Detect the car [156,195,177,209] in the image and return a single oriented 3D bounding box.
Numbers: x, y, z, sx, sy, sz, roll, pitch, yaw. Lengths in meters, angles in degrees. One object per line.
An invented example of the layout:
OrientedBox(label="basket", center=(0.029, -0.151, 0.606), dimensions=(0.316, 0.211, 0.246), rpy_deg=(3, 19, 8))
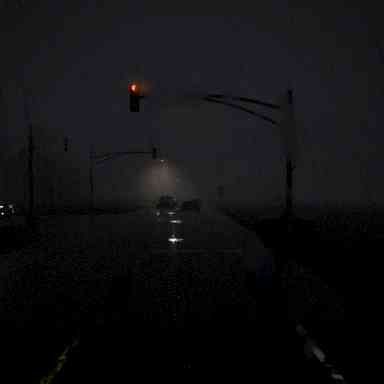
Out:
OrientedBox(label="car", center=(-3.449, 1.320, 43.560), dimensions=(2.097, 1.767, 4.553), rpy_deg=(0, 0, 0))

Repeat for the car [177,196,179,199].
OrientedBox(label="car", center=(-3.420, 1.309, 52.343), dimensions=(2.097, 1.767, 4.553), rpy_deg=(0, 0, 0))

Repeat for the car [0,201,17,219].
OrientedBox(label="car", center=(-16.063, 1.084, 24.626), dimensions=(5.566, 2.045, 2.150), rpy_deg=(1, 1, -3))

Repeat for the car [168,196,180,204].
OrientedBox(label="car", center=(-3.358, 1.465, 62.579), dimensions=(1.812, 1.442, 4.674), rpy_deg=(0, 0, 1))

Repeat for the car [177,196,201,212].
OrientedBox(label="car", center=(-0.038, 1.466, 38.486), dimensions=(2.128, 1.511, 4.902), rpy_deg=(0, 0, 6))

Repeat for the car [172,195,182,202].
OrientedBox(label="car", center=(-3.264, 1.470, 72.568), dimensions=(1.994, 1.385, 4.181), rpy_deg=(0, 0, 0))
